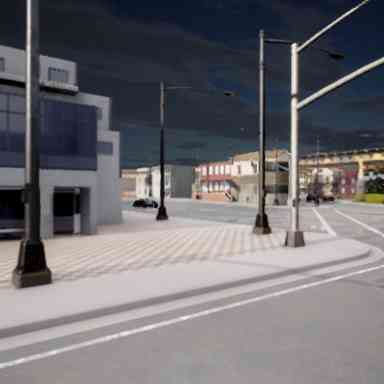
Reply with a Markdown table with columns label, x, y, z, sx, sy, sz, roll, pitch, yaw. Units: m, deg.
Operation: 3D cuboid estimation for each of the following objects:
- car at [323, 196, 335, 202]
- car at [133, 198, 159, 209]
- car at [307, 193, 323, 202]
| label | x | y | z | sx | sy | sz | roll | pitch | yaw |
| --- | --- | --- | --- | --- | --- | --- | --- | --- | --- |
| car | 32.277 | 1.599 | 78.642 | 1.882 | 1.535 | 5.008 | 0 | 0 | 9 |
| car | -5.842 | 1.413 | 42.317 | 1.994 | 1.385 | 4.181 | 0 | 1 | -36 |
| car | 28.825 | 1.340 | 79.215 | 2.150 | 2.045 | 5.566 | 0 | 0 | 9 |
